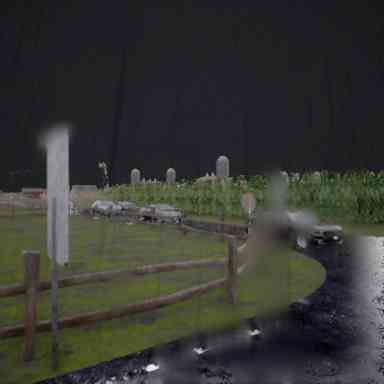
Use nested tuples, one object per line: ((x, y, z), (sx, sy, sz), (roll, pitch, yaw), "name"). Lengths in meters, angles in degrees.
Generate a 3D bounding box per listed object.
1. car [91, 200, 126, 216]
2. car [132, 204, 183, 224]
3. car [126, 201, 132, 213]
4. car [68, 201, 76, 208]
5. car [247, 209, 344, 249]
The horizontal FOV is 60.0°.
((-9.355, 1.699, 36.290), (2.097, 1.767, 4.553), (0, 0, -35), "car")
((-2.520, 1.742, 26.705), (2.128, 1.511, 4.902), (0, 0, -36), "car")
((-8.514, 1.857, 40.181), (2.128, 1.511, 4.902), (0, 0, -36), "car")
((-18.820, 2.026, 49.713), (1.812, 1.442, 4.674), (0, -1, -35), "car")
((4.671, 1.622, 15.751), (1.882, 1.535, 5.008), (0, -1, -29), "car")
